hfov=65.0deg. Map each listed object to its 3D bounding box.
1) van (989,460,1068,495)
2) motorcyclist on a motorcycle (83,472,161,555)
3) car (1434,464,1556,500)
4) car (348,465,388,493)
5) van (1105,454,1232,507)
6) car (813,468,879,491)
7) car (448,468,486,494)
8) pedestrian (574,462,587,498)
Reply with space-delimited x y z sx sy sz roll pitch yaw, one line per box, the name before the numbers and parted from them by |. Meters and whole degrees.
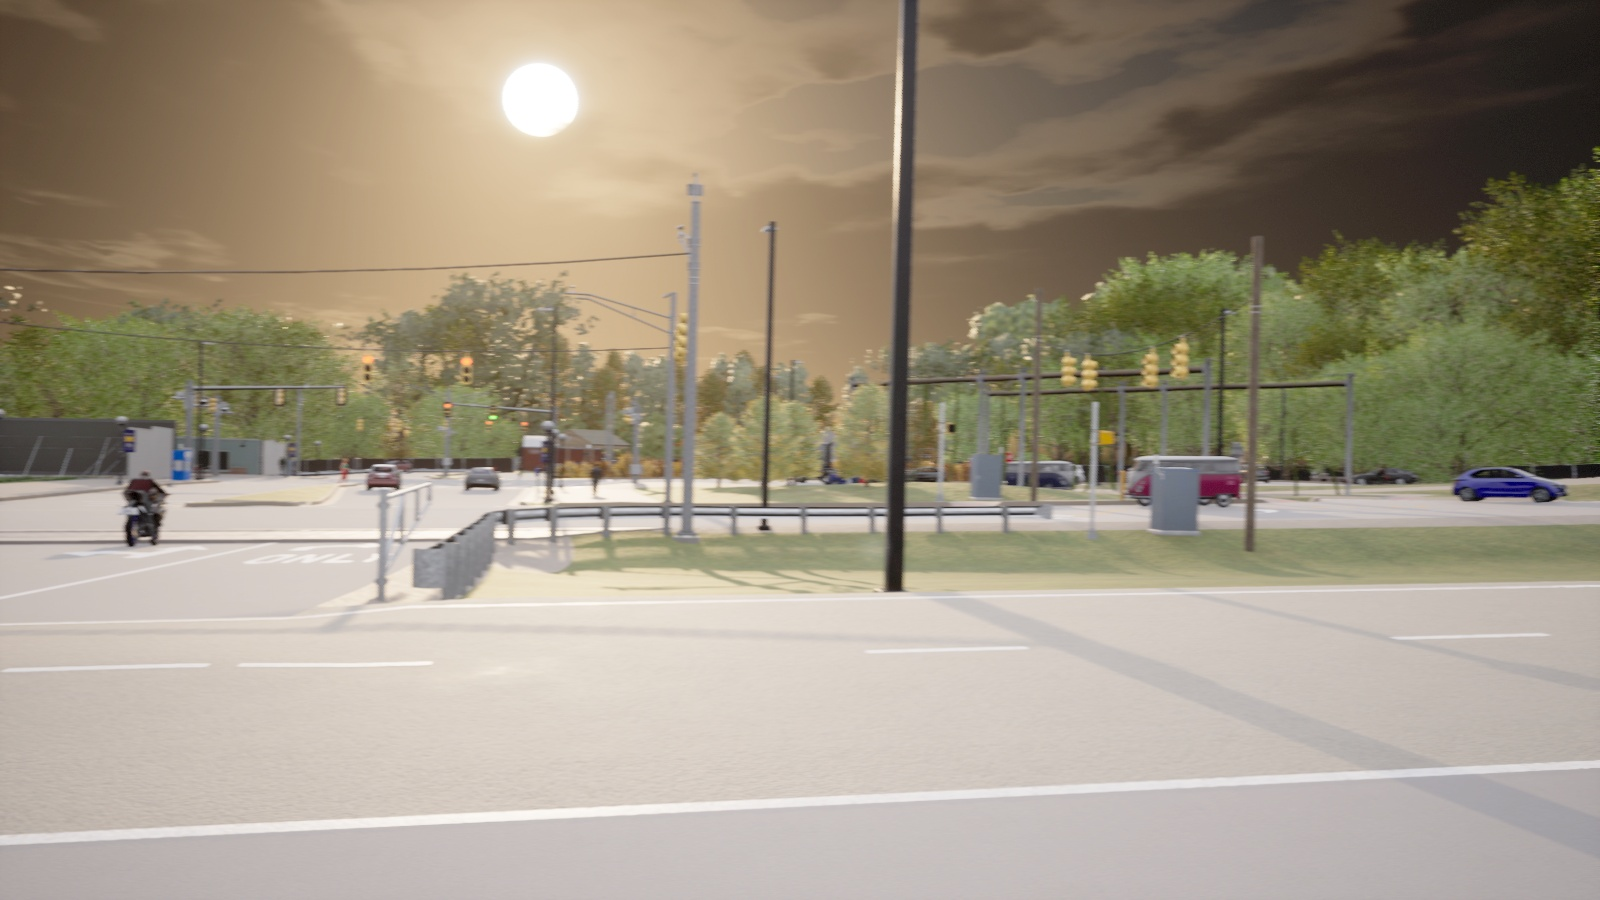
van | 13.354 1.600 73.545 1.775 1.987 4.442 1 -2 -38
motorcyclist on a motorcycle | -13.731 1.252 25.489 0.866 1.530 2.191 0 1 -13
car | 29.298 1.341 53.018 4.193 1.474 1.816 -2 -1 42
car | -25.262 1.678 73.507 1.970 1.475 3.806 1 0 -15
van | 14.367 1.169 49.022 4.442 1.987 1.775 0 0 -12
car | 3.171 2.023 87.294 1.882 1.535 5.008 1 -1 -36
car | -19.726 1.812 74.525 1.994 1.385 4.181 0 0 -12
pedestrian | -11.753 1.610 67.195 0.563 1.883 0.849 1 0 -15
